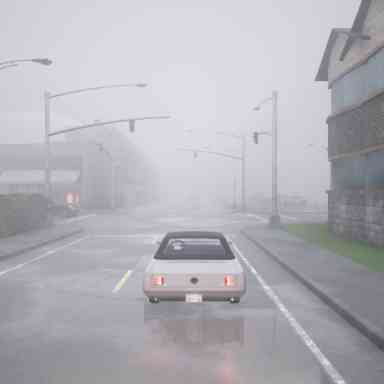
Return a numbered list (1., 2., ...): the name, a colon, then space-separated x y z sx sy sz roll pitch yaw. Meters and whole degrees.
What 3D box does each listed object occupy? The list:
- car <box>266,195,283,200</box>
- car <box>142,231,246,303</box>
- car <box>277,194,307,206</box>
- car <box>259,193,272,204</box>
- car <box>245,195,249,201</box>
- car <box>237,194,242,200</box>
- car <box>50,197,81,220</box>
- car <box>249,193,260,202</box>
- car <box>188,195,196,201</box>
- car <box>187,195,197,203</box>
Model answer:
1. car: 21.339 1.400 85.821 3.806 1.475 1.970 0 0 0
2. car: 0.061 1.601 8.134 1.895 1.301 4.718 0 0 1
3. car: 14.507 1.248 48.102 3.806 1.475 1.970 0 0 0
4. car: 14.186 1.169 54.519 5.027 1.636 2.152 0 0 0
5. car: 13.777 1.113 70.219 4.605 1.855 1.932 0 0 0
6. car: 13.920 1.389 88.803 3.633 1.501 1.845 0 0 0
7. car: -11.011 1.178 25.734 4.553 1.767 2.097 0 0 -4
8. car: 14.189 1.092 67.314 3.866 1.878 1.905 0 0 0
9. car: 0.031 1.530 82.047 1.994 1.385 4.181 0 0 0
10. car: 0.027 1.350 71.954 2.097 1.767 4.553 0 0 0
